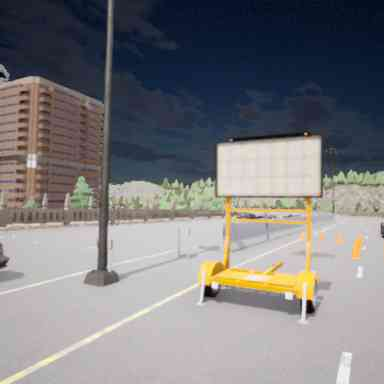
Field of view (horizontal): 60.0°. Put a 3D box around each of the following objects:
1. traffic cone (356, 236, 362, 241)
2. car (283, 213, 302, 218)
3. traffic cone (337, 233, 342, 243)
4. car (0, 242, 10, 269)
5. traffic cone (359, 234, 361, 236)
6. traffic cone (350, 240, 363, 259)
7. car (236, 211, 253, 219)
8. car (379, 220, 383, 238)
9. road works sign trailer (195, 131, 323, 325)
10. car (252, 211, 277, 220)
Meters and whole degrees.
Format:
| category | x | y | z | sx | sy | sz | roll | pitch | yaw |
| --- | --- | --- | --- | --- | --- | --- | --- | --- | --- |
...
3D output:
| category | x | y | z | sx | sy | sz | roll | pitch | yaw |
| --- | --- | --- | --- | --- | --- | --- | --- | --- | --- |
| traffic cone | 7.297 | 2.377 | 14.702 | 0.340 | 0.580 | 0.340 | 0 | -3 | 28 |
| car | 13.574 | 3.480 | 44.404 | 1.895 | 1.301 | 4.718 | 0 | -3 | 28 |
| traffic cone | 8.316 | 2.576 | 18.692 | 0.340 | 0.580 | 0.340 | 0 | -3 | 28 |
| car | -6.711 | 1.570 | 6.833 | 2.033 | 1.411 | 5.357 | 0 | 0 | 28 |
| traffic cone | 8.247 | 2.475 | 16.459 | 0.340 | 0.580 | 0.340 | 0 | -3 | 28 |
| traffic cone | 6.348 | 2.278 | 12.944 | 0.340 | 0.580 | 0.340 | 0 | -3 | 28 |
| car | 8.122 | 3.481 | 49.051 | 1.837 | 1.490 | 4.892 | 0 | -3 | 28 |
| car | 14.631 | 2.472 | 23.842 | 2.128 | 1.511 | 4.902 | 0 | -3 | 28 |
| road works sign trailer | 1.724 | 0.528 | 7.518 | 2.380 | 3.560 | 2.880 | 0 | -1 | 28 |
| car | 10.221 | 3.462 | 45.555 | 1.895 | 1.301 | 4.718 | 0 | -3 | 28 |
